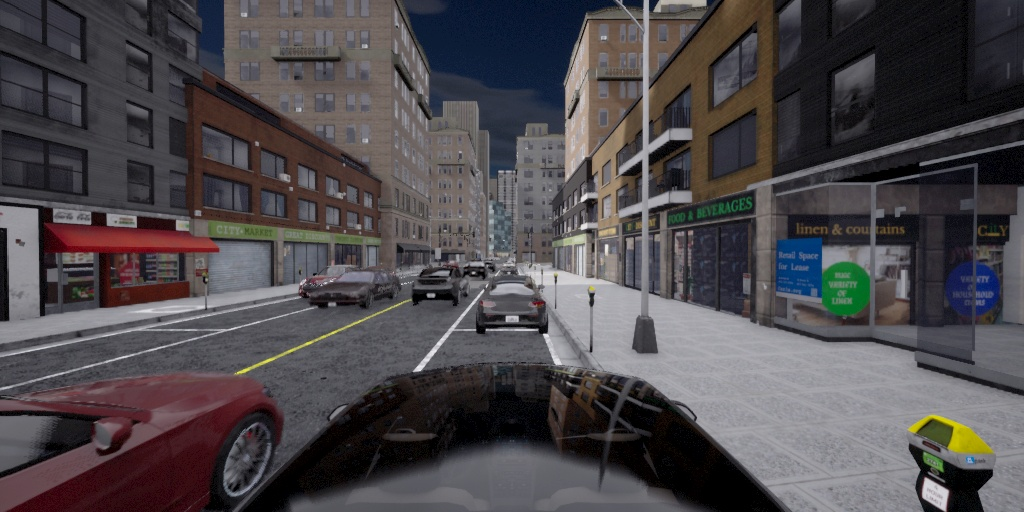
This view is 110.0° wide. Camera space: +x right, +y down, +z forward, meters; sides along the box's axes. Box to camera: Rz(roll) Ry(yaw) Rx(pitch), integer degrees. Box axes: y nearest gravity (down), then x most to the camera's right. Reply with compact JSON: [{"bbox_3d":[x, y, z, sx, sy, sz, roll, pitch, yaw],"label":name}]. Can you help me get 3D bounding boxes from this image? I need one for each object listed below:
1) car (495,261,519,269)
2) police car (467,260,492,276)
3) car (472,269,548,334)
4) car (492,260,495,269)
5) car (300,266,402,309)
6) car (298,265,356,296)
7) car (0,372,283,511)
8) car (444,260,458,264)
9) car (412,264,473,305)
[{"bbox_3d":[-0.272,1.287,34.789,2.007,1.370,4.403,0,0,0],"label":"car"},{"bbox_3d":[-3.145,1.163,31.896,1.930,1.638,5.238,0,0,0],"label":"police car"},{"bbox_3d":[0.003,1.273,10.502,1.812,1.442,4.674,0,0,0],"label":"car"},{"bbox_3d":[-3.045,1.231,46.583,1.837,1.490,4.892,0,0,0],"label":"car"},{"bbox_3d":[-6.243,1.294,15.102,2.033,1.411,5.357,0,0,0],"label":"car"},{"bbox_3d":[-8.814,1.185,18.031,1.967,1.591,4.097,0,0,0],"label":"car"},{"bbox_3d":[-3.047,1.275,1.386,1.812,1.442,4.674,0,0,0],"label":"car"},{"bbox_3d":[-8.814,1.267,51.546,1.888,1.381,4.507,0,0,0],"label":"car"},{"bbox_3d":[-3.045,1.250,15.928,1.837,1.490,4.892,0,0,0],"label":"car"}]
